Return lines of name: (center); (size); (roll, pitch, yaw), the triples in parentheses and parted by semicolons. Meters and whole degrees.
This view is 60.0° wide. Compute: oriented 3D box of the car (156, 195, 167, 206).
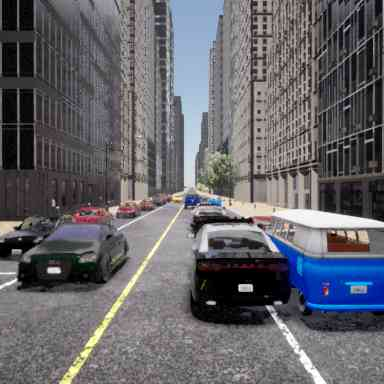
car: (-5.589, 1.544, 52.827); (1.947, 1.339, 4.313); (0, 0, 0)

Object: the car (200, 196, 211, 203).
car: (2.825, 1.510, 69.901); (2.008, 1.369, 4.403); (0, 0, 0)

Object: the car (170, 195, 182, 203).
car: (-2.869, 1.441, 66.403); (1.882, 1.535, 5.008); (0, 0, 0)

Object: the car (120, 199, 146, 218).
car: (-5.634, 1.576, 30.040); (1.802, 1.307, 4.206); (0, 0, 0)

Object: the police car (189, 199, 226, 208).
police car: (0.936, 1.423, 18.233); (1.930, 1.638, 5.238); (0, 0, 0)

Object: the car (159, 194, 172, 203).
car: (-5.556, 1.274, 69.918); (2.192, 1.841, 5.009); (0, 0, 0)

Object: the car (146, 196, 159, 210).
car: (-5.612, 1.569, 41.434); (1.802, 1.307, 4.206); (0, 0, 0)

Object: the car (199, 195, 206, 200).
car: (2.870, 1.476, 92.690); (2.008, 1.369, 4.403); (0, 0, 0)

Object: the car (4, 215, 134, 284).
car: (-3.082, 1.563, 9.419); (1.994, 1.385, 4.181); (0, 0, 0)

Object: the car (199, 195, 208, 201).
car: (2.847, 1.495, 81.296); (2.008, 1.369, 4.403); (0, 0, 0)

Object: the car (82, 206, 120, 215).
car: (-5.656, 1.542, 18.645); (1.887, 1.381, 4.507); (0, 0, 0)

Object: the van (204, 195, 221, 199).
van: (2.768, 1.329, 41.416); (1.690, 1.788, 3.998); (0, 0, 0)

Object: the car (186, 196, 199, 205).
car: (0.117, 1.463, 59.168); (2.128, 1.511, 4.902); (0, 0, 0)

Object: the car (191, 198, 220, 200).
car: (0.948, 1.452, 24.313); (1.801, 1.575, 5.366); (0, 0, 0)

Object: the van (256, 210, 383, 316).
van: (2.701, 1.340, 7.235); (1.690, 1.788, 3.998); (0, 0, 0)

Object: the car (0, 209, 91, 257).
car: (-5.668, 1.564, 12.948); (1.947, 1.339, 4.313); (0, 0, 0)

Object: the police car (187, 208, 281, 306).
police car: (0.917, 1.424, 8.233); (1.930, 1.638, 5.238); (0, 0, 0)

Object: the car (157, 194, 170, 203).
car: (-5.578, 1.287, 58.524); (2.192, 1.841, 5.009); (0, 0, 0)

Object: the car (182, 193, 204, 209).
car: (0.093, 1.206, 44.894); (2.150, 2.045, 5.566); (0, 0, 0)

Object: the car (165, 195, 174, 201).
car: (-5.533, 1.526, 81.313); (1.802, 1.307, 4.206); (0, 0, 0)

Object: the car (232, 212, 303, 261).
car: (2.713, 1.580, 12.931); (1.802, 1.307, 4.206); (0, 0, 0)
